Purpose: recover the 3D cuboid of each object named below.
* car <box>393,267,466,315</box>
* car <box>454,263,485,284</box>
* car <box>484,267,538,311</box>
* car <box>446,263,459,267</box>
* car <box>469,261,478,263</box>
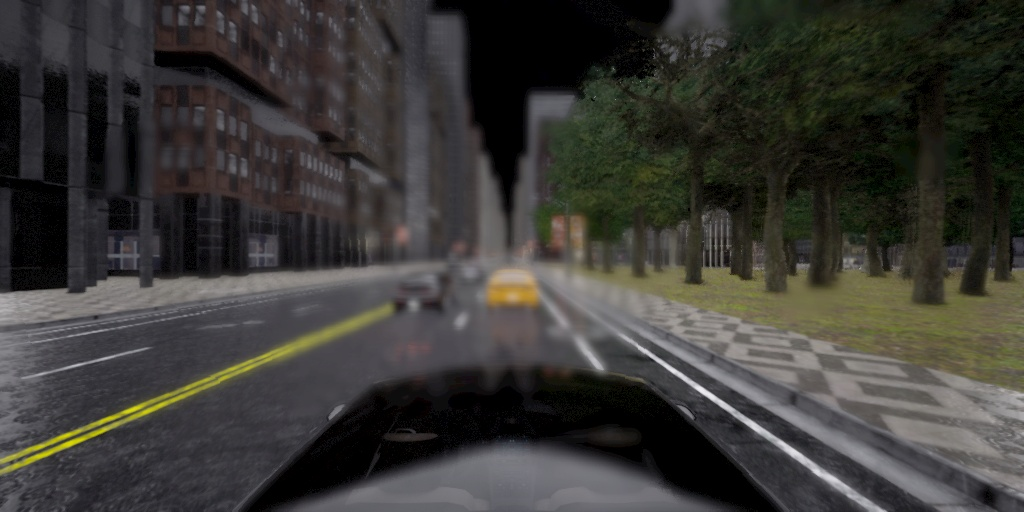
[{"bbox_3d":[-3.205,1.367,14.218,1.837,1.490,4.892,0,0,1],"label":"car"},{"bbox_3d":[-3.202,1.524,29.275,1.994,1.385,4.181,0,0,1],"label":"car"},{"bbox_3d":[0.055,1.346,15.279,1.882,1.535,5.008,0,0,1],"label":"car"},{"bbox_3d":[-9.778,1.743,60.158,1.895,1.301,4.718,0,0,1],"label":"car"},{"bbox_3d":[-6.538,1.622,60.395,1.882,1.535,5.008,0,0,1],"label":"car"}]
